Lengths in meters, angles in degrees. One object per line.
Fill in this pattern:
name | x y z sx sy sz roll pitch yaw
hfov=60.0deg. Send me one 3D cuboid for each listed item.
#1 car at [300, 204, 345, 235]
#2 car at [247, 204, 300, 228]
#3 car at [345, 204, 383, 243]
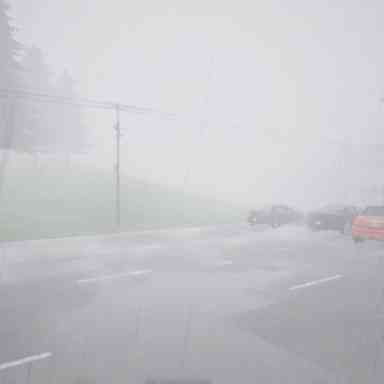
car | 8.448 1.426 18.378 5.008 1.535 1.882 0 0 -35
car | 5.430 1.476 21.538 4.674 1.442 1.812 0 0 -44
car | 9.008 1.306 14.482 4.553 1.767 2.097 0 0 -35
